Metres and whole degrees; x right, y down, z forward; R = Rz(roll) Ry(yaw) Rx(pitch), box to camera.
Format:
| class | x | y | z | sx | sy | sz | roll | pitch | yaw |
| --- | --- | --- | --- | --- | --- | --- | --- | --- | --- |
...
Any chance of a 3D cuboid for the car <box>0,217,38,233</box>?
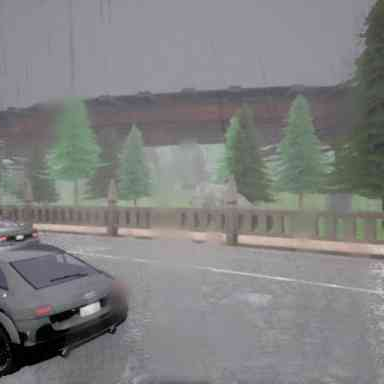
| class | x | y | z | sx | sy | sz | roll | pitch | yaw |
| --- | --- | --- | --- | --- | --- | --- | --- | --- | --- |
| car | -8.103 | 1.614 | 12.487 | 5.357 | 1.411 | 2.033 | 0 | 0 | 27 |

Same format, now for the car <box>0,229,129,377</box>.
| class | x | y | z | sx | sy | sz | roll | pitch | yaw |
| --- | --- | --- | --- | --- | --- | --- | --- | --- | --- |
| car | -3.097 | 1.588 | 5.607 | 4.181 | 1.385 | 1.994 | 0 | 0 | 32 |
